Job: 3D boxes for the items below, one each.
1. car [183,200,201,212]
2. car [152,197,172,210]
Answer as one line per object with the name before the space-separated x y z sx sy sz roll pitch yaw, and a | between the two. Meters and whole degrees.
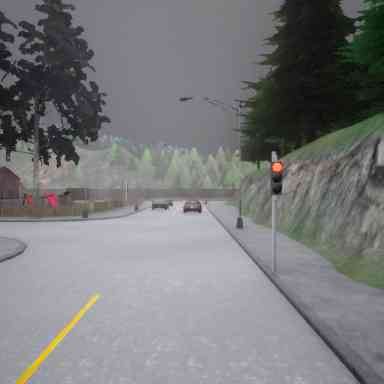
car | 0.065 1.564 37.940 1.994 1.385 4.181 0 0 1
car | -4.040 1.478 42.853 1.882 1.535 5.008 0 0 0
